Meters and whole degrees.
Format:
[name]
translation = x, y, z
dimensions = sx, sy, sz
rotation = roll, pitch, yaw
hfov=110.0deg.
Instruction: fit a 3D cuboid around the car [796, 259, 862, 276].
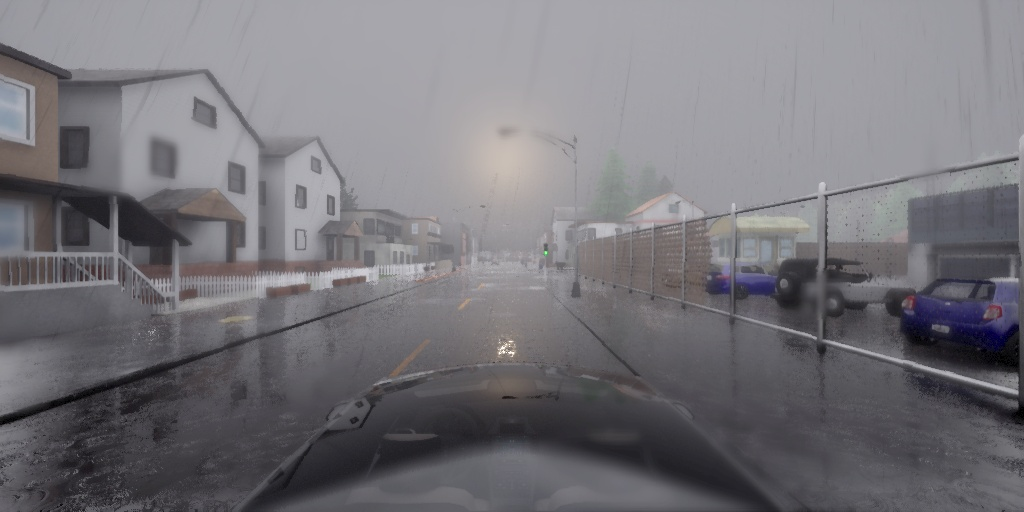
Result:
[car]
translation = 36.946, 1.309, 41.894
dimensions = 5.357, 1.411, 2.033
rotation = 0, 0, 0
